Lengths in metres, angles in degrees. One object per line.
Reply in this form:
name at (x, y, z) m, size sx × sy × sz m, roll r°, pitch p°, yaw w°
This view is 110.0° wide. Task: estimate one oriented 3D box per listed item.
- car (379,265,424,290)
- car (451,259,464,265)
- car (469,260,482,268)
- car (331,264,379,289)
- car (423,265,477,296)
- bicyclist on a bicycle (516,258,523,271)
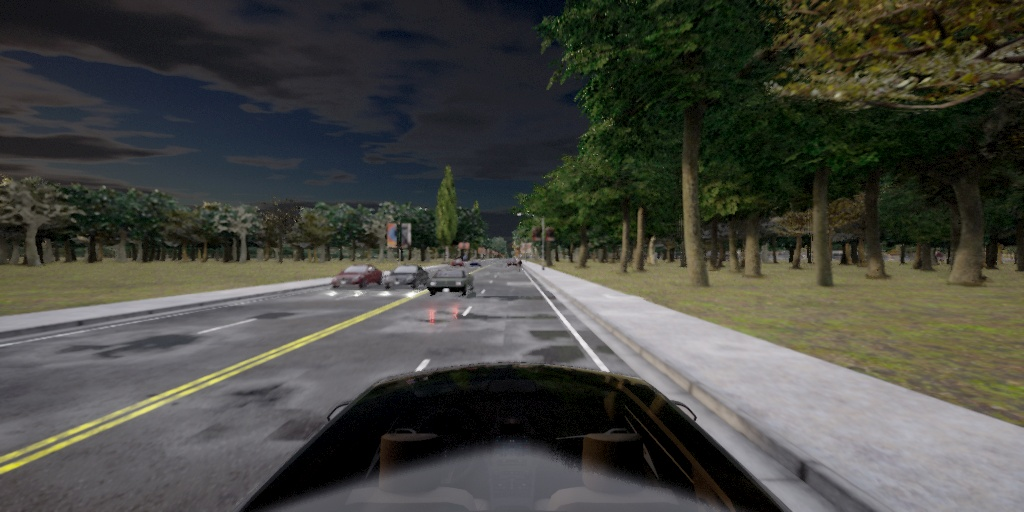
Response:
car at (-6.591, 1.281, 22.860) m, size 1.812 × 1.442 × 4.674 m, roll 0°, pitch 0°, yaw 0°
car at (-9.750, 1.261, 64.313) m, size 1.882 × 1.535 × 5.008 m, roll 0°, pitch 0°, yaw 0°
car at (-6.496, 1.385, 64.304) m, size 1.895 × 1.301 × 4.718 m, roll 0°, pitch 0°, yaw 0°
car at (-9.844, 1.281, 23.259) m, size 1.812 × 1.442 × 4.674 m, roll 0°, pitch 0°, yaw 0°
car at (-3.145, 1.355, 19.322) m, size 1.895 × 1.301 × 4.718 m, roll 0°, pitch 0°, yaw 0°
bicyclist on a bicycle at (0.907, 1.136, 40.766) m, size 0.659 × 1.776 × 1.843 m, roll 0°, pitch 0°, yaw 0°
